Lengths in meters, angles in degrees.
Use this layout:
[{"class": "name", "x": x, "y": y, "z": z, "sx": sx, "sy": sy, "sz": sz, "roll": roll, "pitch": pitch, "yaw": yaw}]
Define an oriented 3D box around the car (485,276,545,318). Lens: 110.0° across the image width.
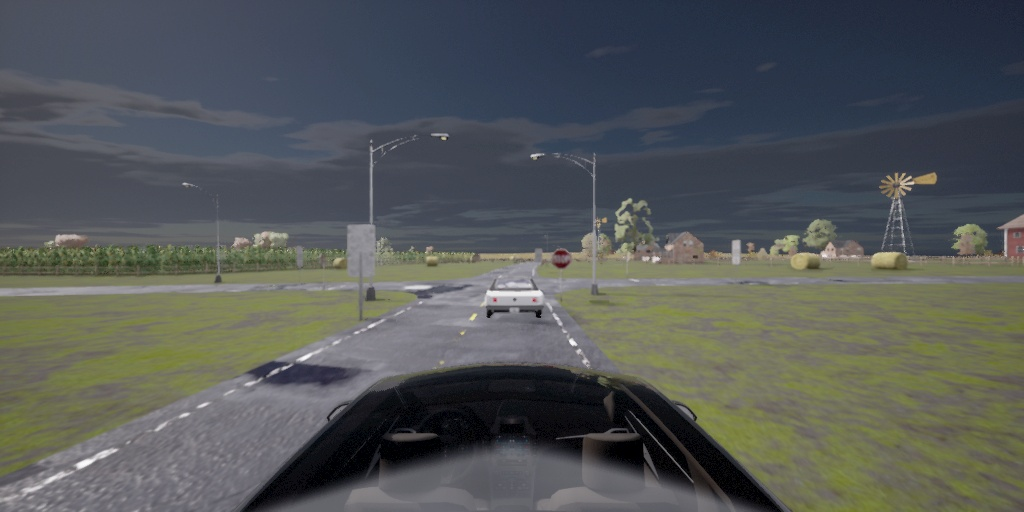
[{"class": "car", "x": 0.026, "y": 1.386, "z": 13.215, "sx": 1.895, "sy": 1.301, "sz": 4.718, "roll": 0, "pitch": 0, "yaw": -2}]
